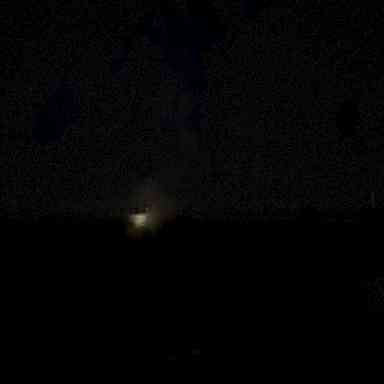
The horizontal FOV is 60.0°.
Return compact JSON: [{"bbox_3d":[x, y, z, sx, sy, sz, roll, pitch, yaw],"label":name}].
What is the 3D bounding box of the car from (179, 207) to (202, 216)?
[{"bbox_3d":[-0.299,3.209,55.705,1.837,1.490,4.892,1,-3,-35],"label":"car"}]
